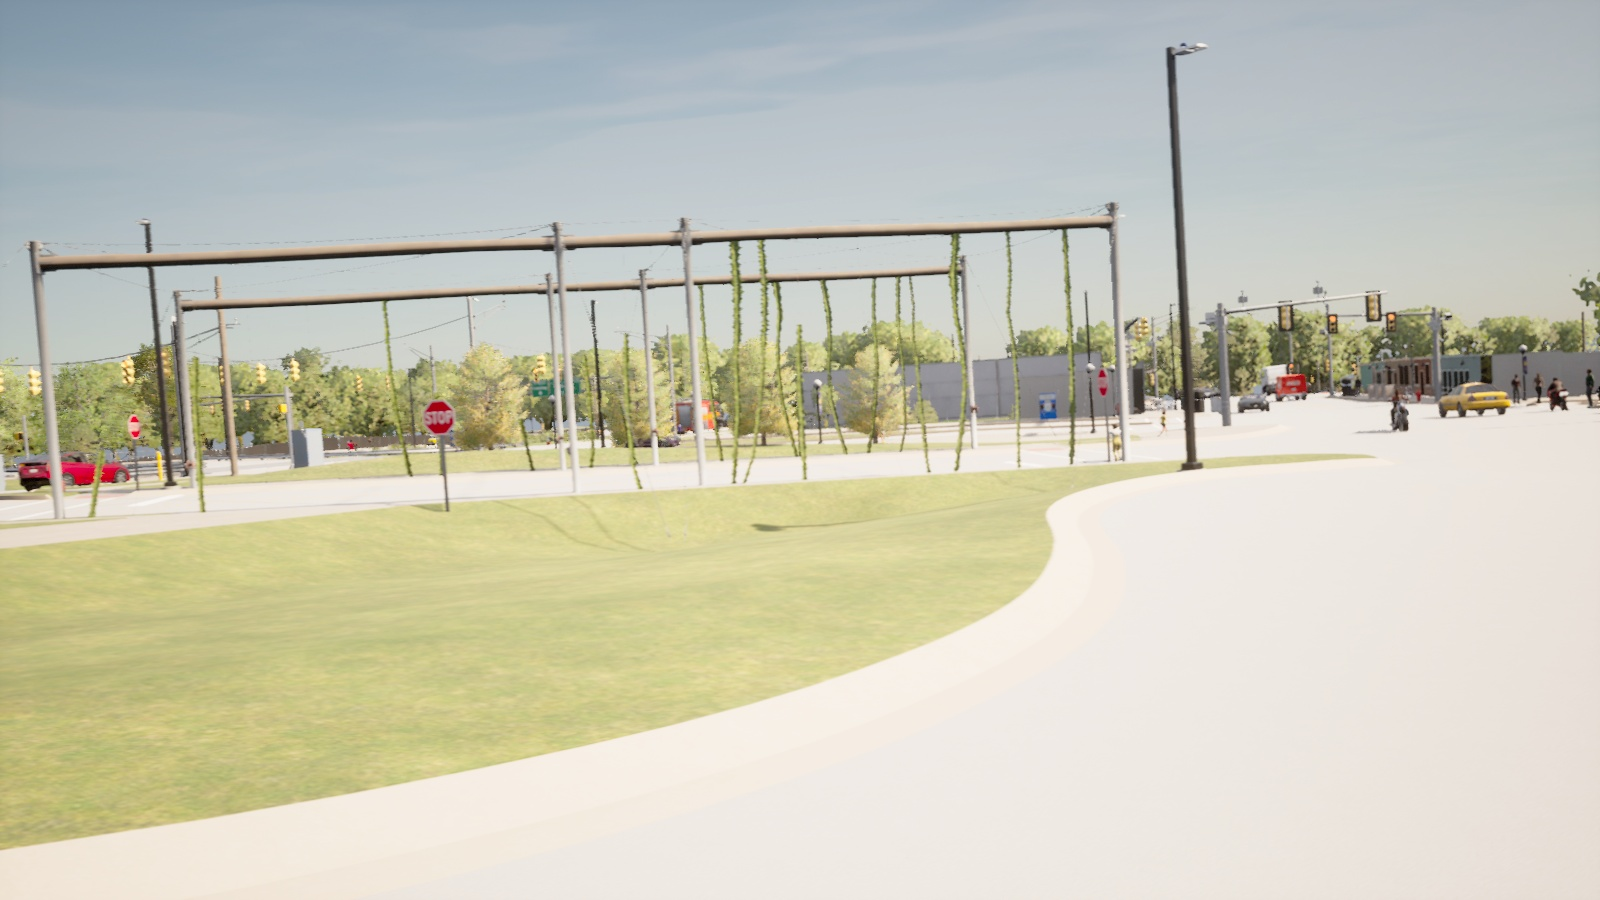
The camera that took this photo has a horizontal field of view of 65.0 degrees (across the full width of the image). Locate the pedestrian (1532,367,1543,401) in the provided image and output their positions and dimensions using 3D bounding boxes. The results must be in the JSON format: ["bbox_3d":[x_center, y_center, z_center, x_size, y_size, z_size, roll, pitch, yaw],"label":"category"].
[{"bbox_3d":[41.008,-3.653,69.795,0.331,1.846,0.634,-3,3,18],"label":"pedestrian"}]

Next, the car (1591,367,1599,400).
[{"bbox_3d":[47.231,-3.836,70.908,3.866,1.878,1.905,-2,3,8],"label":"car"}]

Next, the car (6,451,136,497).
[{"bbox_3d":[-29.639,0.947,51.238,2.007,1.525,4.514,-3,1,12],"label":"car"}]

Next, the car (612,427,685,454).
[{"bbox_3d":[-9.686,-0.623,80.432,4.193,1.474,1.816,-2,2,13],"label":"car"}]

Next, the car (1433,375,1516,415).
[{"bbox_3d":[29.762,-2.404,55.596,1.801,1.575,5.366,-3,1,13],"label":"car"}]

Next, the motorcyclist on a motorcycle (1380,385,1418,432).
[{"bbox_3d":[22.089,-1.552,46.340,0.766,1.649,2.350,-4,2,16],"label":"motorcyclist on a motorcycle"}]

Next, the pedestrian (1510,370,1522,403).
[{"bbox_3d":[41.931,-3.735,73.563,0.402,1.930,0.666,-3,3,15],"label":"pedestrian"}]

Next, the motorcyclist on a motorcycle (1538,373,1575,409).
[{"bbox_3d":[33.562,-2.603,55.731,0.797,1.523,2.044,-3,1,14],"label":"motorcyclist on a motorcycle"}]

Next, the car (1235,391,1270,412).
[{"bbox_3d":[33.371,-3.577,92.699,1.994,1.385,4.181,-3,2,14],"label":"car"}]

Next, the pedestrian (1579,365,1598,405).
[{"bbox_3d":[36.695,-3.026,58.454,0.614,1.847,0.353,-3,3,13],"label":"pedestrian"}]

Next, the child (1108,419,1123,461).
[{"bbox_3d":[9.776,-0.318,38.953,0.270,1.263,0.437,-4,3,-1],"label":"child"}]
